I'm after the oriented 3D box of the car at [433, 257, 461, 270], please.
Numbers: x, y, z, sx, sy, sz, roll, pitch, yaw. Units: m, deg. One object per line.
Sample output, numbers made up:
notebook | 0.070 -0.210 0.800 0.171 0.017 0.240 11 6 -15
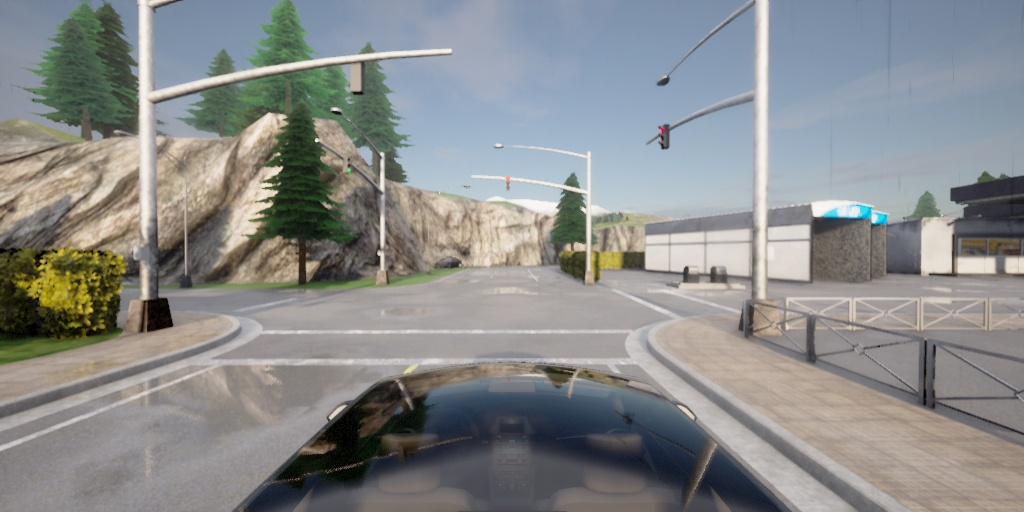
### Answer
car | -7.660 0.870 42.736 1.882 1.535 5.008 0 2 14
